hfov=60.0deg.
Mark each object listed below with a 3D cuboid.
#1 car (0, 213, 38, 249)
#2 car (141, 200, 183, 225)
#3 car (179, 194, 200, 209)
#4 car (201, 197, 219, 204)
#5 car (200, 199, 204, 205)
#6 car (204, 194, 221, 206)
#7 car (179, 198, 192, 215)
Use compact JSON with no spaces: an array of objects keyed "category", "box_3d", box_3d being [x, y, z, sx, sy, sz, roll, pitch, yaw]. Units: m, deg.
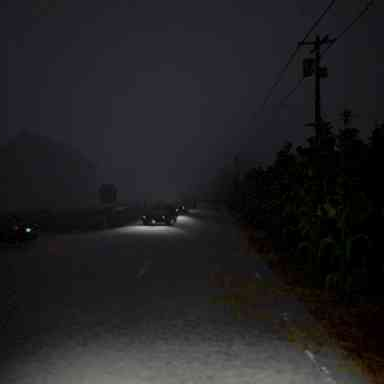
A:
[{"category":"car","box_3d":[-8.894,1.578,14.238,4.181,1.385,1.994,0,0,6]},{"category":"car","box_3d":[-2.238,1.573,24.688,2.033,1.411,5.357,0,0,7]},{"category":"car","box_3d":[-0.530,1.266,45.656,2.150,2.045,5.566,0,0,5]},{"category":"car","box_3d":[3.627,1.633,66.933,1.994,1.385,4.181,0,0,-25]},{"category":"car","box_3d":[0.756,1.663,61.075,2.033,1.411,5.357,0,0,4]},{"category":"car","box_3d":[3.672,1.282,56.045,2.150,2.045,5.566,0,0,5]},{"category":"car","box_3d":[-1.383,1.637,34.880,1.895,1.301,4.718,0,0,5]}]
